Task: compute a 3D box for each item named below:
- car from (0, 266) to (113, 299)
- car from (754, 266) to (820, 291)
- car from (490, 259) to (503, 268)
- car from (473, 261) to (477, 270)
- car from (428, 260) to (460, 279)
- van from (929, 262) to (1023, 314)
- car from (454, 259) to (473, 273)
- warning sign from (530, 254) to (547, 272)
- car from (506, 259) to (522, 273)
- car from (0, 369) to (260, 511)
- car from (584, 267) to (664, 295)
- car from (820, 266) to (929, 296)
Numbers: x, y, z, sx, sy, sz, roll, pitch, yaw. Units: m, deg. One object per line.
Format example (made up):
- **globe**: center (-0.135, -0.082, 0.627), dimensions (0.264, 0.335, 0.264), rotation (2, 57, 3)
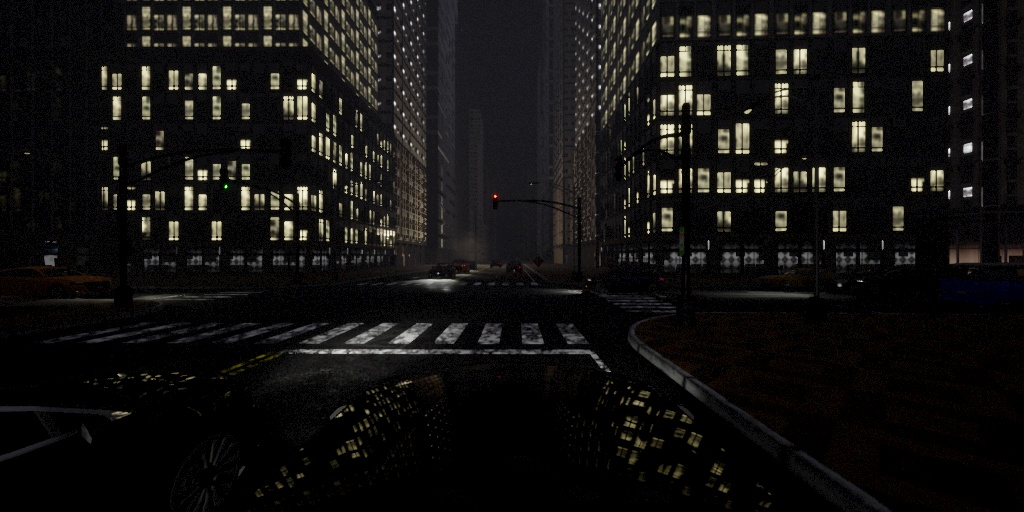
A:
- **car**: center (-22.310, 1.237, 17.221), dimensions (5.008, 1.535, 1.882), rotation (0, 0, 0)
- **car**: center (17.181, 1.295, 21.319), dimensions (4.829, 1.417, 1.751), rotation (0, 0, 2)
- **car**: center (-2.847, 1.369, 63.817), dimensions (1.837, 1.490, 4.892), rotation (0, 0, 0)
- **car**: center (-6.342, 1.378, 53.881), dimensions (2.033, 1.411, 5.357), rotation (0, 0, 0)
- **car**: center (-6.446, 1.345, 33.388), dimensions (1.994, 1.385, 4.181), rotation (0, 0, 0)
- **van**: center (18.412, 1.120, 13.141), dimensions (3.998, 1.789, 1.690), rotation (0, 0, 2)
- **car**: center (-6.397, 1.154, 43.385), dimensions (2.097, 1.767, 4.553), rotation (0, 0, 0)
- **warning sign**: center (3.042, 0.913, 41.376), dimensions (1.300, 1.860, 1.060), rotation (0, 0, 0)
- **car**: center (0.293, 1.406, 44.632), dimensions (1.895, 1.301, 4.718), rotation (0, 0, 1)
- **car**: center (-3.155, 1.241, 1.188), dimensions (2.128, 1.511, 4.902), rotation (0, 0, 0)
- **car**: center (6.120, 1.328, 19.773), dimensions (4.181, 1.385, 1.994), rotation (0, 0, 12)
- **car**: center (19.570, 1.266, 18.622), dimensions (4.902, 1.511, 2.128), rotation (0, 0, 2)
